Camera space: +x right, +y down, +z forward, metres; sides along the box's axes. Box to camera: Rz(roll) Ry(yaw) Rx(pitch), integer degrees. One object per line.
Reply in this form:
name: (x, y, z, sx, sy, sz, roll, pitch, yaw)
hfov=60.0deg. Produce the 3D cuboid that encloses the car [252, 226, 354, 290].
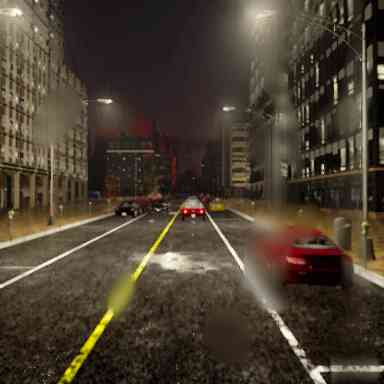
car: (2.706, 1.552, 8.775, 1.802, 1.307, 4.206, 1, 0, 0)

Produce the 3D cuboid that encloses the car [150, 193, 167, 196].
car: (-5.658, 1.144, 51.837, 2.192, 1.841, 5.009, 1, 0, 0)

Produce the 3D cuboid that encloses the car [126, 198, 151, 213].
car: (-5.667, 1.426, 35.500, 1.887, 1.381, 4.507, 1, 0, 0)

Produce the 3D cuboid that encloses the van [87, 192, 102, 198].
van: (-26.221, 0.905, 87.903, 3.998, 1.788, 1.690, 0, -1, 0)

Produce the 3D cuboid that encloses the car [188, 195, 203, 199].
car: (0.119, 1.377, 44.532, 1.812, 1.442, 4.674, 0, 0, 0)

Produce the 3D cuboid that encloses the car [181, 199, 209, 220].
car: (0.108, 1.509, 27.385, 1.895, 1.301, 4.718, 0, 0, 0)

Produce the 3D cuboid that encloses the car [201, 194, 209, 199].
car: (2.718, 1.372, 51.866, 1.887, 1.381, 4.507, 1, 0, 0)

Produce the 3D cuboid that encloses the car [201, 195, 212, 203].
car: (2.720, 1.359, 62.746, 1.947, 1.339, 4.313, 1, 0, 0)

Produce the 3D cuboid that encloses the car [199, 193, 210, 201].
car: (2.801, 1.073, 73.620, 2.192, 1.841, 5.009, 1, 0, 0)

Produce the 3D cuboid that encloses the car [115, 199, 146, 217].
car: (-5.669, 1.466, 30.055, 1.947, 1.339, 4.313, 1, 0, 0)

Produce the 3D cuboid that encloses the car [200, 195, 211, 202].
car: (2.722, 1.341, 68.185, 1.947, 1.339, 4.313, 1, 0, 0)

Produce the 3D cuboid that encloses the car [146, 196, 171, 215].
car: (-3.088, 1.396, 32.543, 1.837, 1.490, 4.892, 0, 0, 0)

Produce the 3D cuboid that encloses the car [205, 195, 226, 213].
car: (2.714, 1.406, 35.717, 1.752, 1.417, 4.829, 1, 0, 0)

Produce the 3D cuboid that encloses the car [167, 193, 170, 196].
car: (-5.660, 1.338, 62.729, 1.887, 1.381, 4.507, 1, 0, 0)
